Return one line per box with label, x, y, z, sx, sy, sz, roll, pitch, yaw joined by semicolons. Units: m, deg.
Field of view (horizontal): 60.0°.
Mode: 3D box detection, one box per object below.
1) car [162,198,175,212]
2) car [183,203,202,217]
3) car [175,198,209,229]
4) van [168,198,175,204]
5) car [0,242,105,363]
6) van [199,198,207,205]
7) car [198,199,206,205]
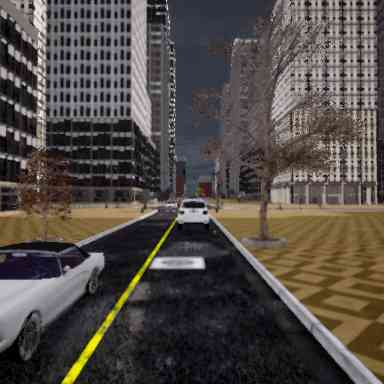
car;-3.013;1.913;47.412;1.812;1.442;4.674;0;-1;0
car;0.080;2.023;38.541;2.033;1.411;5.357;0;-1;0
car;0.087;1.526;24.344;2.150;2.045;5.566;0;0;0
van;-5.802;2.477;93.274;1.690;1.788;3.998;0;-1;0
car;-3.099;1.678;6.096;1.895;1.301;4.718;0;-1;0
van;2.655;2.343;82.173;1.690;1.788;3.998;0;-1;0
car;2.582;2.614;87.708;1.887;1.381;4.507;0;-1;0
